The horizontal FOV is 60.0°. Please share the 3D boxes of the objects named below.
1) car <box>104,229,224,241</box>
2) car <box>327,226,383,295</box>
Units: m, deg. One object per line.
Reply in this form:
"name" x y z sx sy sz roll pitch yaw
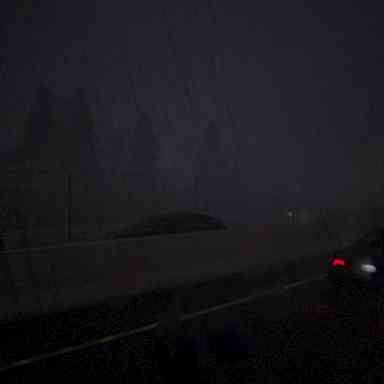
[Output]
"car" -0.830 1.502 12.330 4.892 1.490 1.837 0 1 -39
"car" 5.346 1.525 8.111 5.357 1.411 2.033 0 0 -41
